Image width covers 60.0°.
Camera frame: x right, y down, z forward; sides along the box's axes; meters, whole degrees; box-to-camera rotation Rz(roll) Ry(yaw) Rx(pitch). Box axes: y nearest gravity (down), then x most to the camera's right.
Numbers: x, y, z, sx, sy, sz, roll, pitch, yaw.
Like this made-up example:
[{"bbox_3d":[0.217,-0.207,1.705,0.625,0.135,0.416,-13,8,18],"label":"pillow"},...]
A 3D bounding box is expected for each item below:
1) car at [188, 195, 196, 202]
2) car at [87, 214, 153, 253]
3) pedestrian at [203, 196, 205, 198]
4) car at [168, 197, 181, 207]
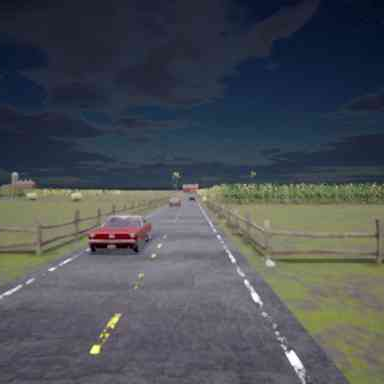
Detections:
[{"bbox_3d":[0.003,1.677,84.726,1.837,1.490,4.892,0,0,0],"label":"car"},{"bbox_3d":[-2.850,1.645,14.031,1.895,1.301,4.718,0,0,0],"label":"car"},{"bbox_3d":[2.828,1.480,78.311,0.375,1.860,0.375,-1,1,-5],"label":"pedestrian"},{"bbox_3d":[-2.813,1.622,54.454,1.882,1.535,5.008,0,0,0],"label":"car"}]
